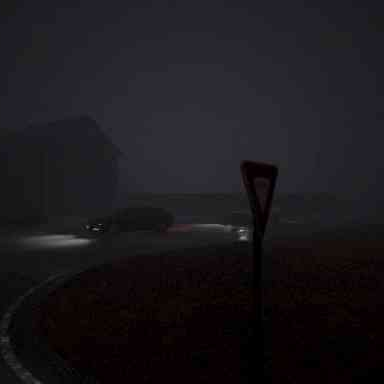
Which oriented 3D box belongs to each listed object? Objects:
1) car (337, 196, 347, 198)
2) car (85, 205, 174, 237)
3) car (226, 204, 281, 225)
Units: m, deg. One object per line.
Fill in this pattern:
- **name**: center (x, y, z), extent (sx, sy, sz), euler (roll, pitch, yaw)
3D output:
- **car**: center (36.979, 1.718, 81.913), extent (2.242, 1.667, 4.611), euler (0, 0, 35)
- **car**: center (-3.284, 1.505, 18.031), extent (4.892, 1.490, 1.837), euler (0, 0, -38)
- **car**: center (4.565, 1.523, 24.178), extent (4.674, 1.442, 1.812), euler (0, 0, -38)
